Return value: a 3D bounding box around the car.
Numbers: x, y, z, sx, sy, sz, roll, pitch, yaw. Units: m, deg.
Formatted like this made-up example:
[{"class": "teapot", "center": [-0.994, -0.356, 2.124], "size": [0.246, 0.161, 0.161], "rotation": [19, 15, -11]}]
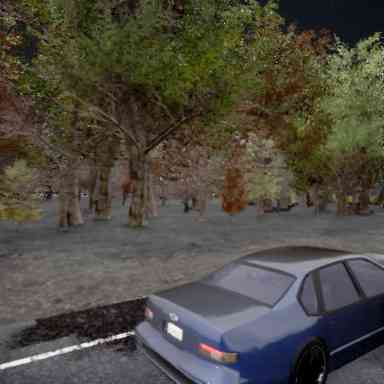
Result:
[{"class": "car", "center": [1.854, 1.576, 5.071], "size": [5.357, 1.411, 2.033], "rotation": [0, 0, -35]}]
